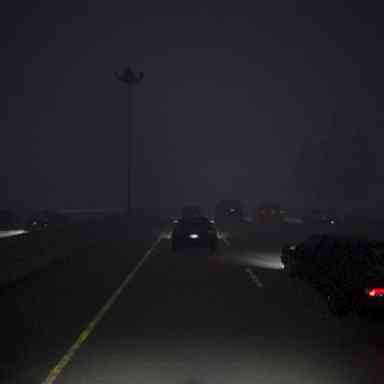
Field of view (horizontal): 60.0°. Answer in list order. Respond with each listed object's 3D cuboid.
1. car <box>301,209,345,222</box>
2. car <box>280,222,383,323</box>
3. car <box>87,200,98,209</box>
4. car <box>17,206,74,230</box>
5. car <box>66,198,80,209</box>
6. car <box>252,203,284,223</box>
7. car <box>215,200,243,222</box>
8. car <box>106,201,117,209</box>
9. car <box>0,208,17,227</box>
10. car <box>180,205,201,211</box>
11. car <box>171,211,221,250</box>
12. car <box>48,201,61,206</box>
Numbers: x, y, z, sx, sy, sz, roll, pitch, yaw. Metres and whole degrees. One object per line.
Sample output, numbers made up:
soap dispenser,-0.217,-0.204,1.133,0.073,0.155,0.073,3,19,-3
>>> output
car,10.557,2.037,27.262,1.895,1.301,4.718,0,-1,-1
car,3.593,1.673,7.728,2.033,1.411,5.357,0,-1,0
car,-19.160,2.376,64.144,2.097,1.767,4.553,0,-1,-15
car,-10.655,1.957,24.525,1.994,1.385,4.181,0,-1,-1
car,-22.418,2.230,62.812,2.150,2.045,5.566,0,-1,-15
car,6.959,1.846,30.911,2.097,1.767,4.553,0,-1,-2
car,3.464,1.734,31.943,2.150,2.045,5.566,0,-1,-2
car,-15.778,2.508,65.011,1.882,1.535,5.008,0,-1,-15
car,-14.142,1.883,23.546,1.837,1.490,4.892,0,-1,0
car,-0.111,2.037,33.223,1.837,1.490,4.892,0,-1,-2
car,0.095,1.815,15.616,1.994,1.385,4.181,0,-1,0
car,-26.345,2.496,63.791,1.837,1.490,4.892,0,-1,-16
